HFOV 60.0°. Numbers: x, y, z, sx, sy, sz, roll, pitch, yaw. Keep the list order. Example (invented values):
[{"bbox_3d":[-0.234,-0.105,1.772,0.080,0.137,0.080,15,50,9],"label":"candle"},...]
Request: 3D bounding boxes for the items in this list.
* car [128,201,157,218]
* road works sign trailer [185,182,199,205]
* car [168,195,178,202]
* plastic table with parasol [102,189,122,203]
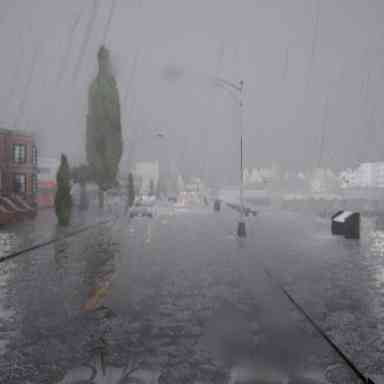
[{"bbox_3d":[-4.101,1.485,28.245,1.895,1.301,4.718,0,0,0],"label":"car"},{"bbox_3d":[-0.007,0.247,53.302,2.380,3.560,2.880,0,0,0],"label":"road works sign trailer"},{"bbox_3d":[-4.009,1.307,68.928,1.895,1.301,4.718,0,0,0],"label":"car"},{"bbox_3d":[-13.962,0.679,57.837,2.482,2.480,2.482,0,0,-40],"label":"plastic table with parasol"}]
